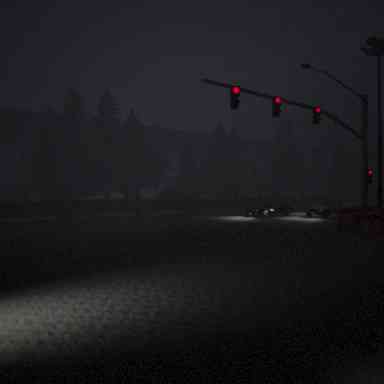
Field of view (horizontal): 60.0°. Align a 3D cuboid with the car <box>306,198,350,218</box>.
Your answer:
[{"bbox_3d":[12.215,1.477,29.899,4.674,1.442,1.812,0,0,-36],"label":"car"}]

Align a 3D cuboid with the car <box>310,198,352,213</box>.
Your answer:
[{"bbox_3d":[15.282,1.418,36.389,5.008,1.535,1.882,0,0,-35],"label":"car"}]

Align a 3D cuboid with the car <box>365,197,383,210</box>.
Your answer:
[{"bbox_3d":[24.464,1.431,42.945,4.181,1.385,1.994,-2,1,-34],"label":"car"}]

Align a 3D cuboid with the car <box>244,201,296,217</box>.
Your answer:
[{"bbox_3d":[7.285,1.505,30.682,5.357,1.411,2.033,0,0,-35],"label":"car"}]

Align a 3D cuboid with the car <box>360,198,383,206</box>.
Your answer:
[{"bbox_3d":[19.490,1.461,35.099,4.674,1.442,1.812,0,0,-36],"label":"car"}]
